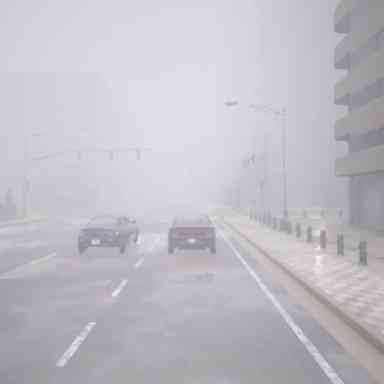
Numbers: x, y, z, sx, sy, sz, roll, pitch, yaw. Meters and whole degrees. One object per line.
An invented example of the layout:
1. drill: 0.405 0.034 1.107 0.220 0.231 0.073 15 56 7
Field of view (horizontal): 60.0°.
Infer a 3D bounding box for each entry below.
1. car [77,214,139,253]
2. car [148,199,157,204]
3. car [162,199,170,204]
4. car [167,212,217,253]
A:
1. car: -3.492 1.669 14.387 1.812 1.442 4.674 0 0 0
2. car: -10.490 2.467 88.301 1.895 1.301 4.718 0 -1 0
3. car: -6.990 2.467 88.300 1.895 1.301 4.718 0 -1 0
4. car: 0.009 1.622 14.473 1.882 1.535 5.008 0 0 0
